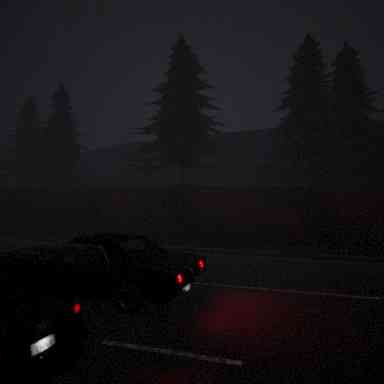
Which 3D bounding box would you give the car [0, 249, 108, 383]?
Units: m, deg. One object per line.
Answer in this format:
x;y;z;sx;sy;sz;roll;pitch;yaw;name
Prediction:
-3.445;1.565;4.143;4.181;1.385;1.994;0;0;19;car

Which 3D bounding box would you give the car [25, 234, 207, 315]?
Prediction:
-2.173;1.603;7.345;4.718;1.301;1.895;0;0;19;car
